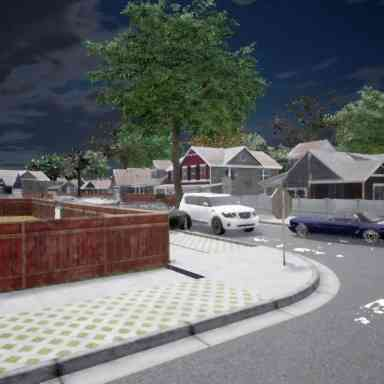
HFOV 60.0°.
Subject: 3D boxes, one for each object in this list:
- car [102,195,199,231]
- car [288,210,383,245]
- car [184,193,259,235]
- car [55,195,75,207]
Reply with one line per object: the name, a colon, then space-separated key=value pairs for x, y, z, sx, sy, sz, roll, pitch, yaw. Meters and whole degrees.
car: x=-2.052 y=1.267 z=17.585 sx=2.097 sy=1.767 sz=4.553 roll=0 pitch=1 yaw=40
car: x=6.783 y=1.472 z=14.891 sx=4.718 sy=1.301 sz=1.895 roll=0 pitch=1 yaw=43
car: x=1.251 y=1.088 z=18.431 sx=2.150 sy=2.045 sz=5.566 roll=-1 pitch=1 yaw=-30
car: x=-16.884 y=1.188 z=44.087 sx=1.812 sy=1.442 sz=4.674 roll=-1 pitch=1 yaw=-33
